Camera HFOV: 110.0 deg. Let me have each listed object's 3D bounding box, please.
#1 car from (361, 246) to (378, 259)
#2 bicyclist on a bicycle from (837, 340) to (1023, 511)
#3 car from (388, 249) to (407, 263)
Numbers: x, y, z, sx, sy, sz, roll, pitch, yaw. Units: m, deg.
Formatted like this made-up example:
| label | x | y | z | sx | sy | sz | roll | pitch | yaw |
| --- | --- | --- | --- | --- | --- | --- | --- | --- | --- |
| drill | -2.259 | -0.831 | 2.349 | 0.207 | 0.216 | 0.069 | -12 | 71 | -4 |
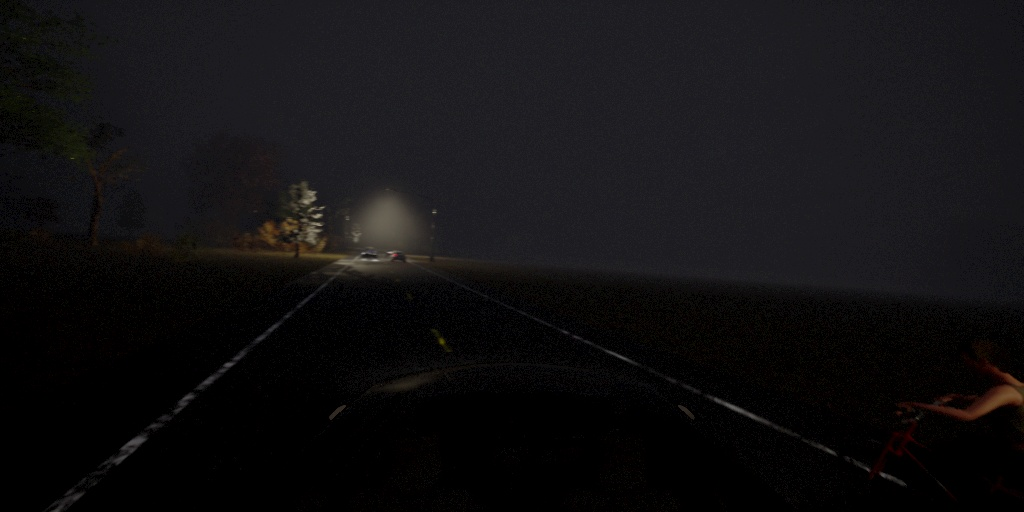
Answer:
| label | x | y | z | sx | sy | sz | roll | pitch | yaw |
| --- | --- | --- | --- | --- | --- | --- | --- | --- | --- |
| car | -20.719 | -0.485 | 52.280 | 2.097 | 1.767 | 4.553 | 4 | 0 | -21 |
| bicyclist on a bicycle | 3.407 | 1.425 | 2.726 | 0.866 | 1.612 | 1.509 | 4 | 0 | -21 |
| car | -15.537 | 0.066 | 48.961 | 1.812 | 1.442 | 4.674 | 4 | 0 | -21 |
